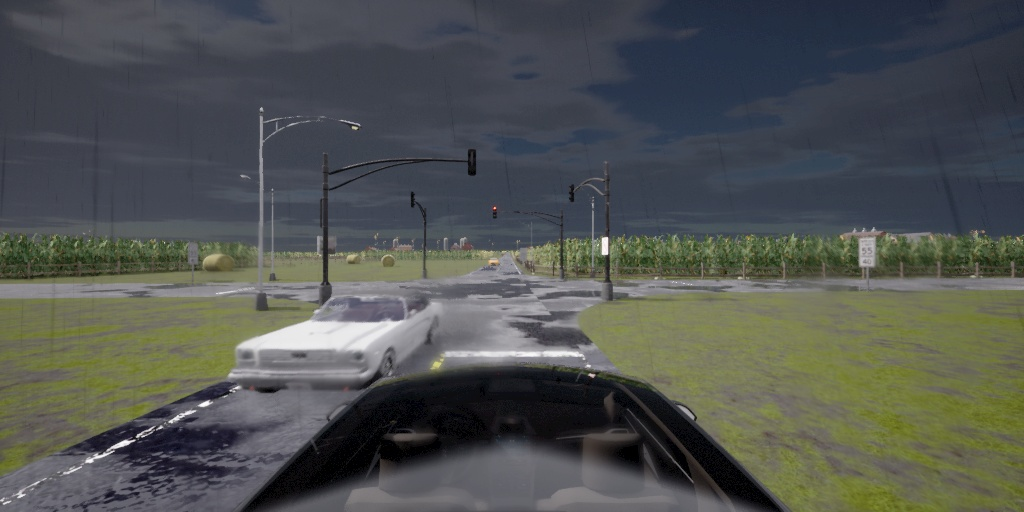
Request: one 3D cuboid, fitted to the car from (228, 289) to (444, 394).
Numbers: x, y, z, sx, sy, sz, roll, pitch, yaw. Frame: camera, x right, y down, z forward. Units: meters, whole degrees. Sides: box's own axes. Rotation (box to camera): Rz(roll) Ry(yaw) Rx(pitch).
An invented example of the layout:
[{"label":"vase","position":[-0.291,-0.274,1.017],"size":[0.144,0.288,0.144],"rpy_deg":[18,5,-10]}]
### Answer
[{"label":"car","position":[-2.669,1.351,6.755],"size":[1.895,1.301,4.718],"rpy_deg":[0,0,1]}]
